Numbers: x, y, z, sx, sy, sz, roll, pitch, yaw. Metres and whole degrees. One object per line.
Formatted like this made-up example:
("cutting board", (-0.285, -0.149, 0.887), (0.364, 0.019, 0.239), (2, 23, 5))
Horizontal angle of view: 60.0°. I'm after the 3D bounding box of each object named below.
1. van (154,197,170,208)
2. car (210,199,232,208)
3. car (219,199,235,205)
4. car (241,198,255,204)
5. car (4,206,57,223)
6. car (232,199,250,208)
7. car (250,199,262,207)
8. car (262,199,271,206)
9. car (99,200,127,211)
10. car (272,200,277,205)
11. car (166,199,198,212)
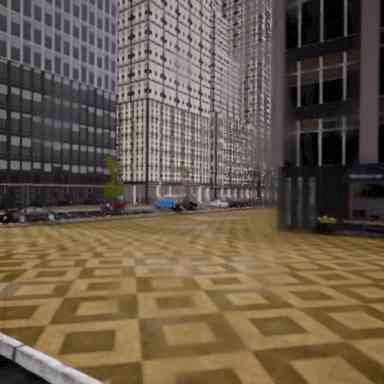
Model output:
("van", (-4.879, 1.827, 57.081), (1.690, 1.788, 3.998), (0, 0, 35))
("car", (5.037, 2.163, 61.389), (1.812, 1.442, 4.674), (1, 0, 35))
("car", (7.970, 2.259, 75.628), (1.802, 1.307, 4.206), (0, 0, 35))
("car", (14.394, 2.339, 84.902), (1.947, 1.339, 4.313), (0, 0, 35))
("car", (-13.954, 1.901, 29.039), (2.008, 1.369, 4.403), (0, 0, 35))
("car", (8.431, 2.256, 61.578), (1.947, 1.339, 4.313), (0, 0, 35))
("car", (11.643, 2.320, 66.217), (1.802, 1.307, 4.206), (0, 0, 35))
("car", (14.858, 2.226, 70.855), (1.967, 1.590, 4.097), (0, 0, 35))
("car", (-11.304, 1.828, 47.806), (1.967, 1.590, 4.097), (0, 0, 35))
("car", (18.070, 2.399, 75.493), (1.947, 1.339, 4.313), (0, 0, 35))
("car", (-1.209, 2.111, 47.663), (1.947, 1.339, 4.313), (0, 0, 35))
